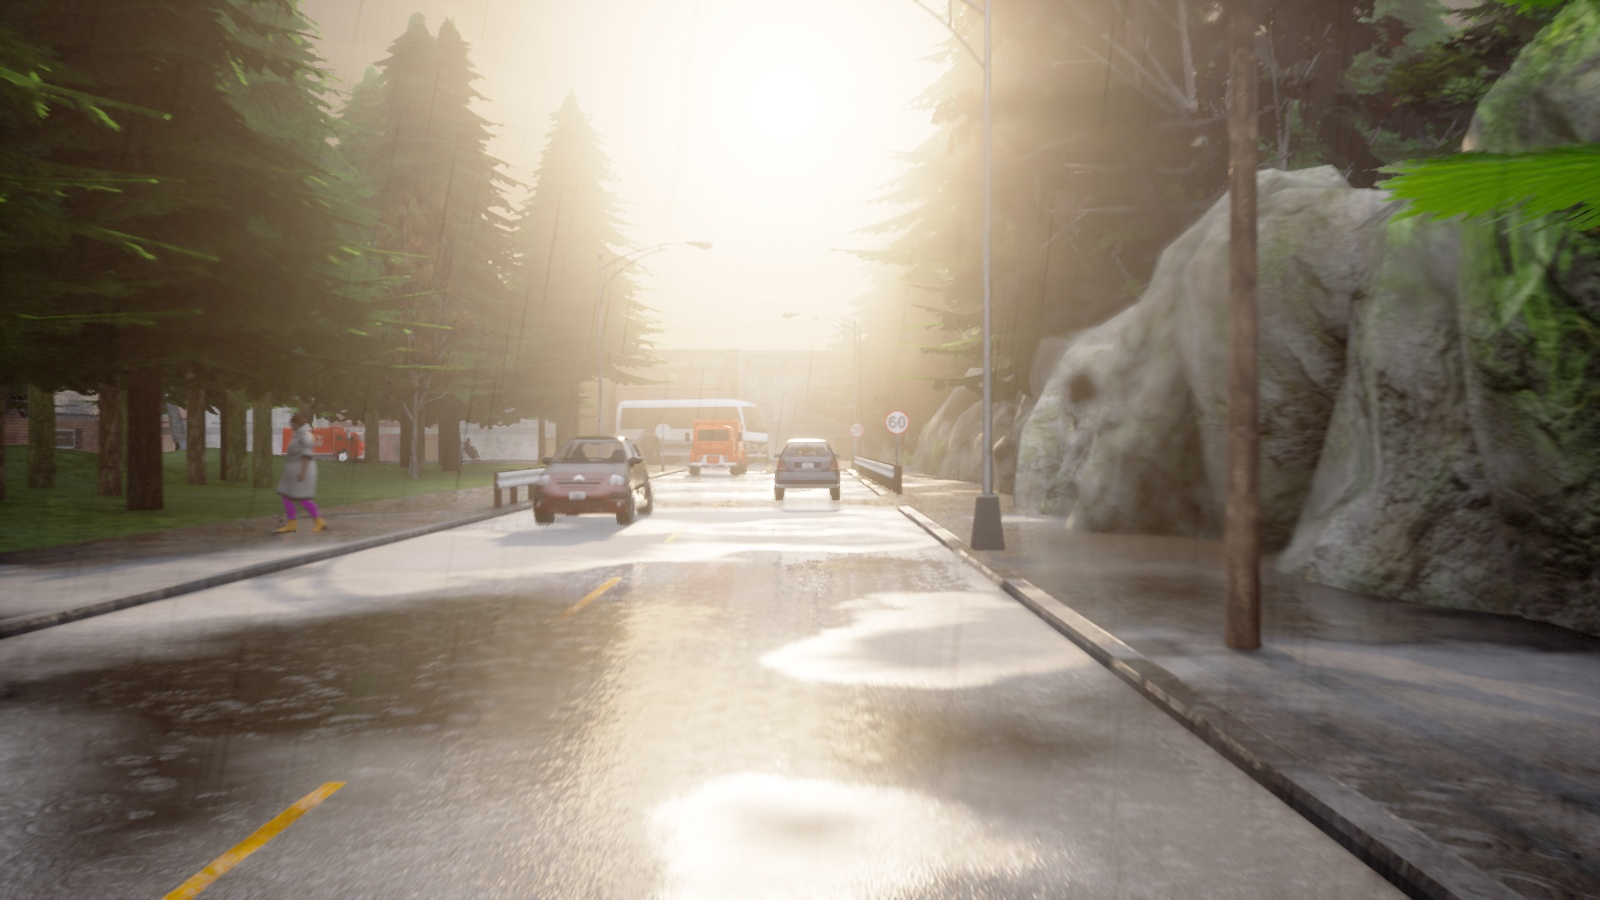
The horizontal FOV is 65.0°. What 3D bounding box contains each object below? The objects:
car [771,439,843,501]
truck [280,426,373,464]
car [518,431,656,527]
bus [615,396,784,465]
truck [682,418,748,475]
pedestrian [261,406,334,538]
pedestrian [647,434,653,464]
[{"bbox_3d":[0.191,0.492,33.034,1.789,1.549,3.705,0,0,0],"label":"car"},{"bbox_3d":[-31.622,-0.347,83.963,5.204,2.467,2.627,0,0,0],"label":"truck"},{"bbox_3d":[-3.852,0.480,23.339,1.851,1.617,3.988,0,0,0],"label":"car"},{"bbox_3d":[-6.565,-1.201,81.917,10.273,4.253,3.944,0,-1,24],"label":"bus"},{"bbox_3d":[-3.775,-0.128,56.669,2.627,2.467,5.204,0,0,0],"label":"truck"},{"bbox_3d":[-7.630,0.318,19.055,0.873,1.952,0.659,0,1,-38],"label":"pedestrian"},{"bbox_3d":[-8.952,-0.070,74.854,0.328,1.805,0.869,0,0,-3],"label":"pedestrian"}]
